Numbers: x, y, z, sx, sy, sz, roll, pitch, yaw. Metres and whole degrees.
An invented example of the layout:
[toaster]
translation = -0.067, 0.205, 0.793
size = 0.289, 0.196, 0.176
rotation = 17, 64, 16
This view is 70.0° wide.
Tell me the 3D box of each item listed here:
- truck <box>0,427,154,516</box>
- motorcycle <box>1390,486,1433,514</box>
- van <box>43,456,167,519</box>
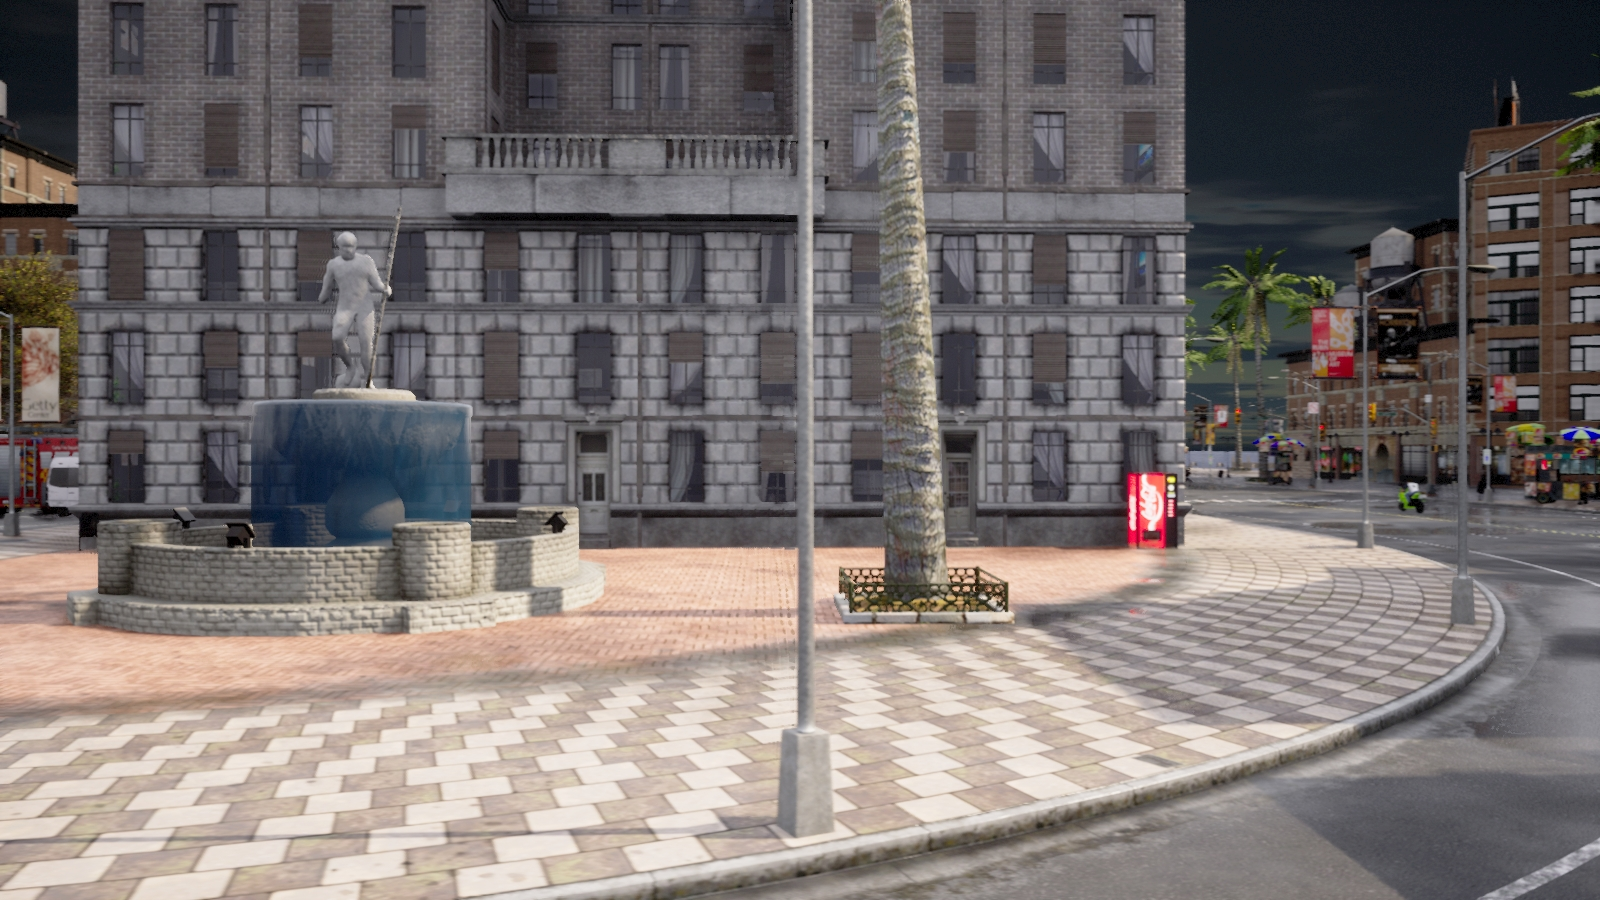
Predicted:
[truck]
translation = -33.738, 0.912, 53.061
size = 2.891, 3.827, 8.468
rotation = 0, 0, -2
[motorcycle]
translation = 27.428, 2.227, 51.248
size = 0.803, 1.145, 2.033
rotation = 0, 0, -1
[van]
translation = -30.344, 1.556, 50.148
size = 1.988, 2.561, 5.915
rotation = 0, 0, -2
